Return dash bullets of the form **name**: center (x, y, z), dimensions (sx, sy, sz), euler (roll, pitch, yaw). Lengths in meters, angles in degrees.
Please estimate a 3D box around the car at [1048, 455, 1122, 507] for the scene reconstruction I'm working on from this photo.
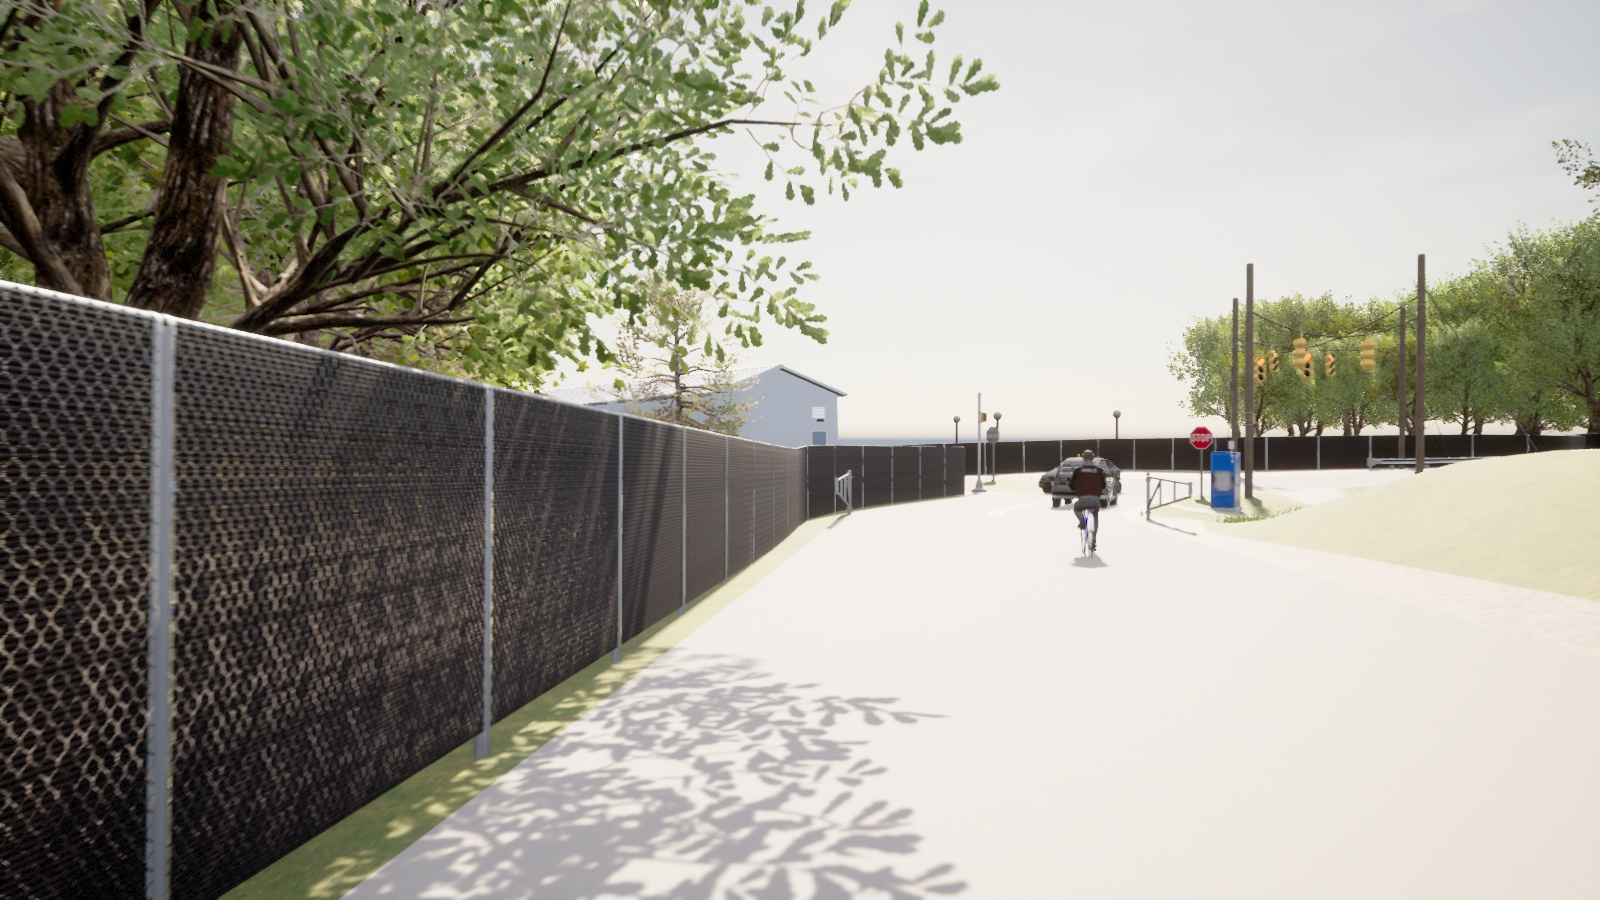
- **car**: center (9.060, 0.941, 39.759), dimensions (1.789, 1.549, 3.705), euler (0, 0, 20)

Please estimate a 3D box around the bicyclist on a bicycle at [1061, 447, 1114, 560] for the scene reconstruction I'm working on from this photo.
- **bicyclist on a bicycle**: center (4.733, 0.845, 20.734), dimensions (0.659, 1.776, 1.843), euler (0, 0, 7)

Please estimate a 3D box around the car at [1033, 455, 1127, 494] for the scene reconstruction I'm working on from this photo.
- **car**: center (11.401, 0.958, 51.011), dimensions (1.816, 1.474, 4.193), euler (0, 0, 43)
